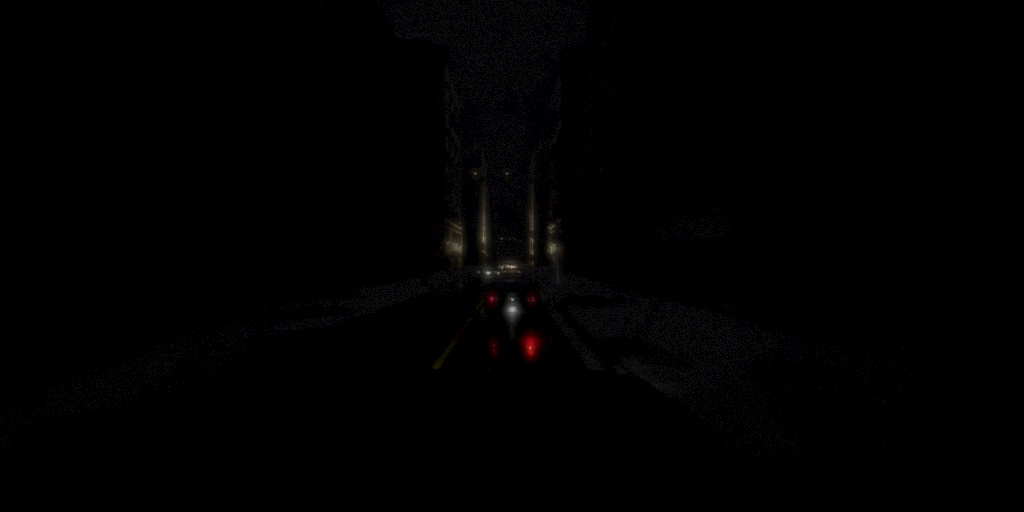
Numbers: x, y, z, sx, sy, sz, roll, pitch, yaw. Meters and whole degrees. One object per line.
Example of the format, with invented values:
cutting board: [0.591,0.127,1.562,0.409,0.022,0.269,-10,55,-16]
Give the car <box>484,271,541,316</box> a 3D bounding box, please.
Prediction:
car: [0.034,1.436,13.749,1.895,1.301,4.718,0,0,0]

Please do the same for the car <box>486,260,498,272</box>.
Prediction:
car: [-2.839,1.484,55.240,2.097,1.767,4.553,0,-1,0]

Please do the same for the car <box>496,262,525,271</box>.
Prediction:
car: [0.035,1.437,29.354,2.128,1.511,4.902,0,0,0]
